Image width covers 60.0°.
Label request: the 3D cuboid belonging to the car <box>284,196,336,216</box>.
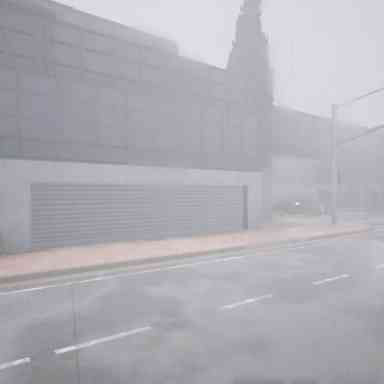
[{"bbox_3d":[11.785,1.352,33.407,2.097,1.767,4.553,0,0,-37],"label":"car"}]

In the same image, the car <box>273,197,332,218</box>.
[{"bbox_3d":[9.695,1.491,30.350,2.128,1.511,4.902,0,0,-37],"label":"car"}]
